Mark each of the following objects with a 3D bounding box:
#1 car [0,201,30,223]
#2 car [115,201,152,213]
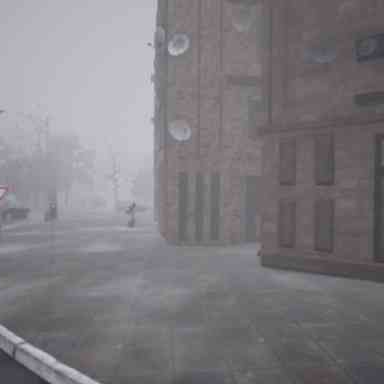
[{"bbox_3d":[-13.961,1.418,24.969,1.882,1.535,5.008,0,0,-3],"label":"car"},{"bbox_3d":[-6.829,1.836,39.516,2.128,1.511,4.902,1,-3,40],"label":"car"}]
